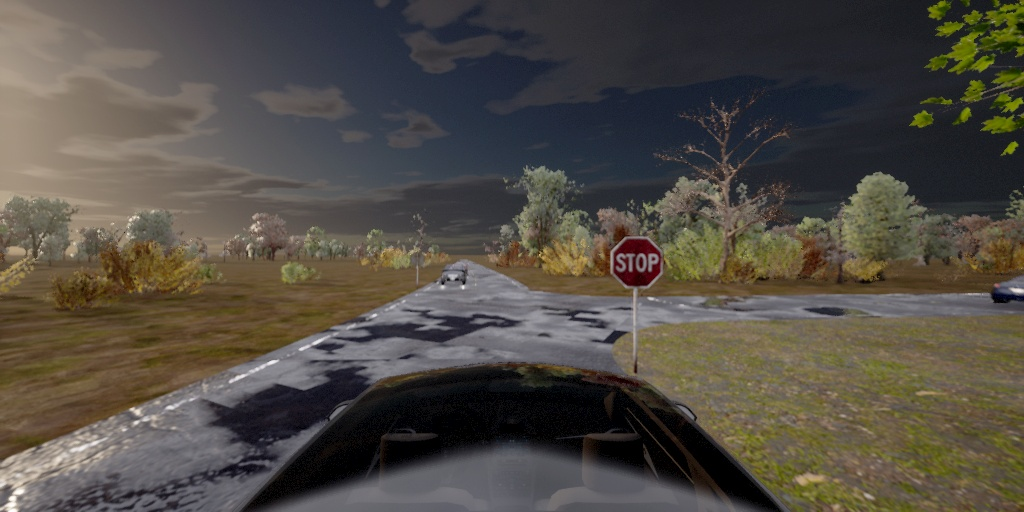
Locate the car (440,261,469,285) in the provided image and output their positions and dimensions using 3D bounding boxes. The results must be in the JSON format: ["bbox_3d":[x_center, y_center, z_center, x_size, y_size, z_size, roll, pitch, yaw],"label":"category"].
[{"bbox_3d":[-4.502,1.384,28.184,2.128,1.511,4.902,0,0,-6],"label":"car"}]

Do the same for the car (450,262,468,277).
[{"bbox_3d":[-5.936,1.436,40.584,1.882,1.535,5.008,0,-1,-7],"label":"car"}]

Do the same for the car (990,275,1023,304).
[{"bbox_3d":[23.158,1.428,15.235,4.181,1.385,1.994,0,0,-7],"label":"car"}]
